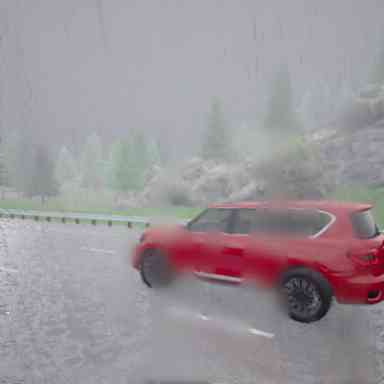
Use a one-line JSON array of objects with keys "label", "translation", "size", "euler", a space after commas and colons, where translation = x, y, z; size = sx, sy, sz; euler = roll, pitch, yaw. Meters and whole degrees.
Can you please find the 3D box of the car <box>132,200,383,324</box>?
[{"label": "car", "translation": [1.193, 1.192, 7.340], "size": [5.566, 2.045, 2.150], "euler": [0, 0, 35]}]
